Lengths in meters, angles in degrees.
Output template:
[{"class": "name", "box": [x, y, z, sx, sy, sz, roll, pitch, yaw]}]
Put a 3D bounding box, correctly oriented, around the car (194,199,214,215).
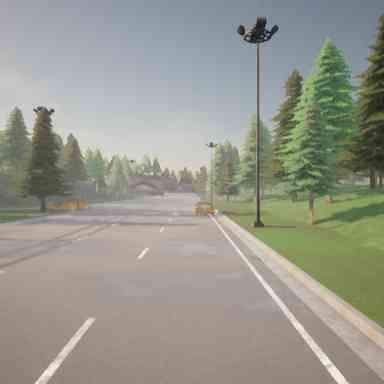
[{"class": "car", "box": [1.225, 1.485, 33.538, 1.801, 1.575, 5.366, 0, 0, 0]}]
